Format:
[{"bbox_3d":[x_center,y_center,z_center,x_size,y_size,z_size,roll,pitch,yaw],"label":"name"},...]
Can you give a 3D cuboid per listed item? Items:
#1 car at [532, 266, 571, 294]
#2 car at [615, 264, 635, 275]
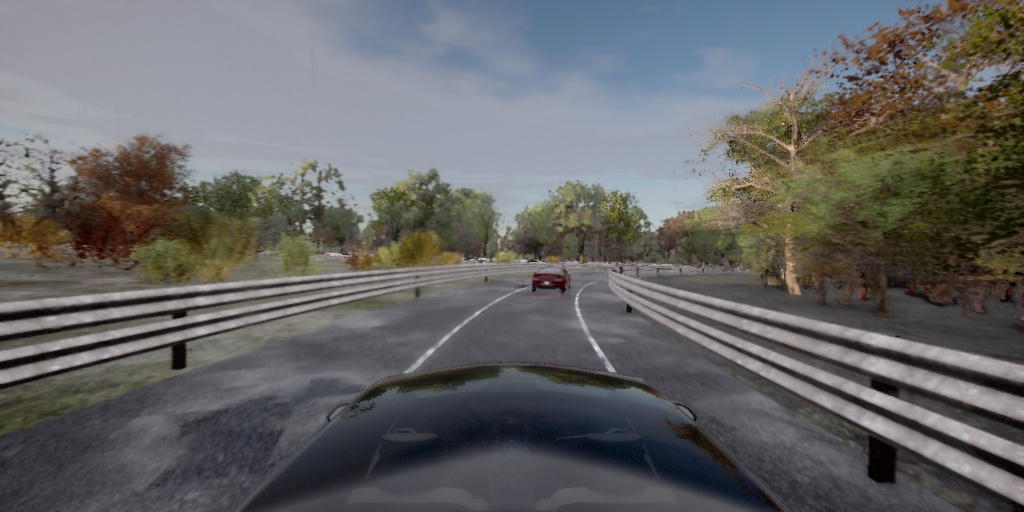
[{"bbox_3d":[2.482,1.332,21.703,1.882,1.535,5.008,1,0,14],"label":"car"},{"bbox_3d":[15.921,1.878,50.650,1.837,1.490,4.892,1,-1,36],"label":"car"}]
